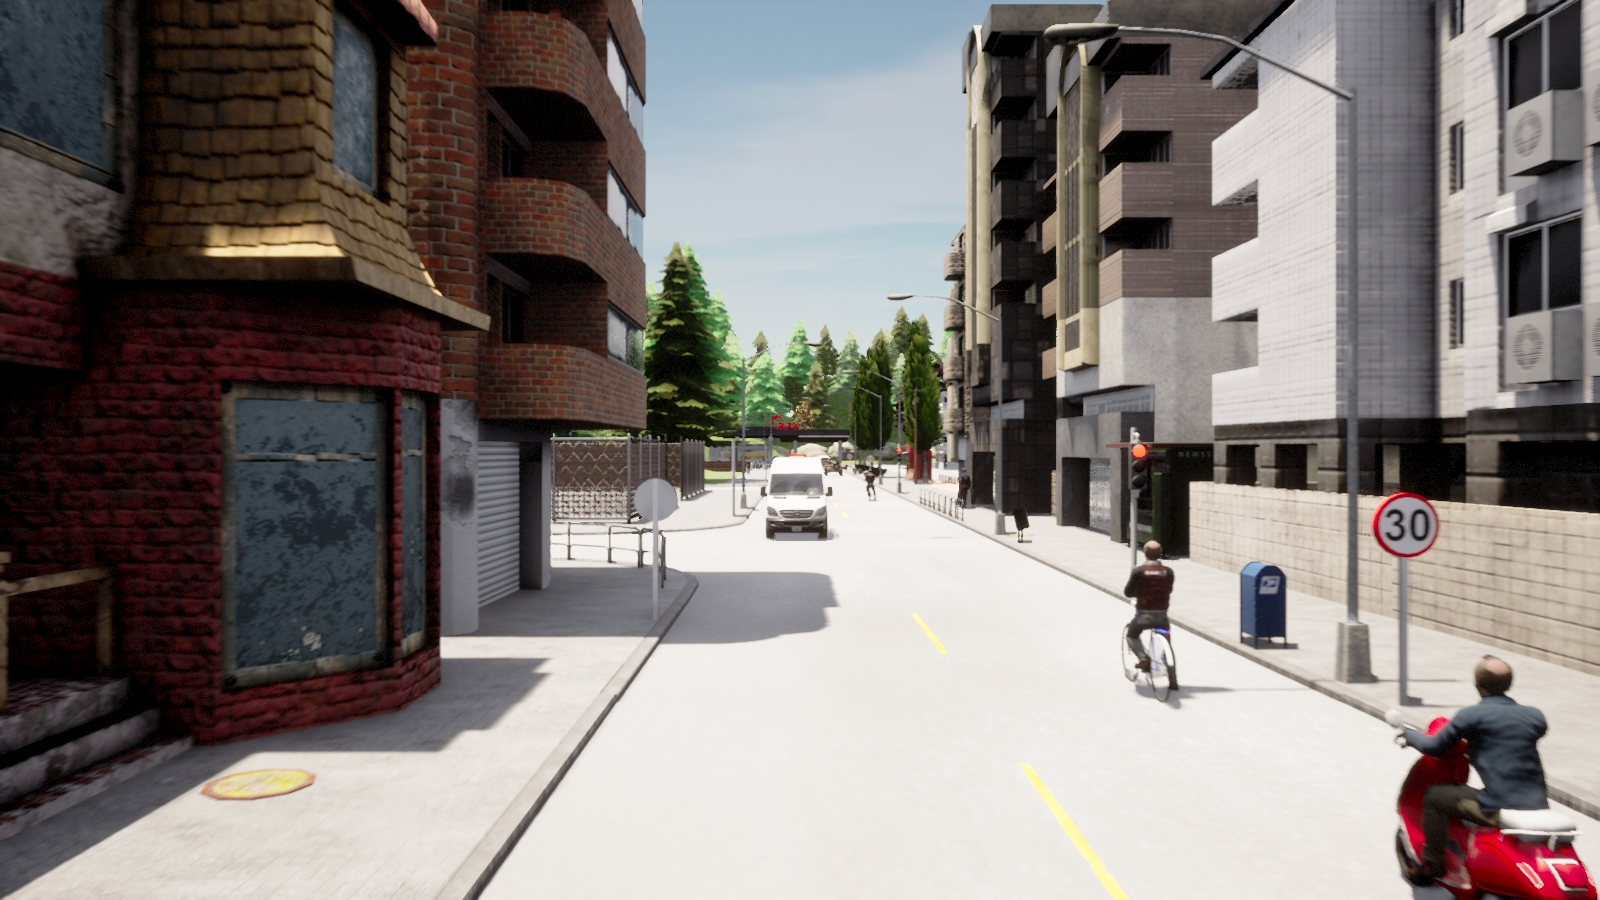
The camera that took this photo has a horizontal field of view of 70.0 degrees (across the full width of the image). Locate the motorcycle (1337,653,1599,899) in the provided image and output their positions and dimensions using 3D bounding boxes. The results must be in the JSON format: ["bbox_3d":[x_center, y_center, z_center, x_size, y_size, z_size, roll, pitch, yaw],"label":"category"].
[{"bbox_3d":[3.986,1.962,6.658,0.856,1.236,1.805,0,0,0],"label":"motorcycle"}]

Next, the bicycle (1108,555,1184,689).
[{"bbox_3d":[3.979,1.940,13.239,0.329,1.271,1.835,0,0,0],"label":"bicycle"}]

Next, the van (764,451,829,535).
[{"bbox_3d":[-0.114,1.314,37.867,1.988,2.561,5.915,0,0,0],"label":"van"}]

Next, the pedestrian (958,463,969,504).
[{"bbox_3d":[7.509,1.523,52.401,0.375,1.860,0.375,0,0,-14],"label":"pedestrian"}]

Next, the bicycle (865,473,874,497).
[{"bbox_3d":[3.828,1.940,62.954,0.329,1.271,1.835,0,0,0],"label":"bicycle"}]
